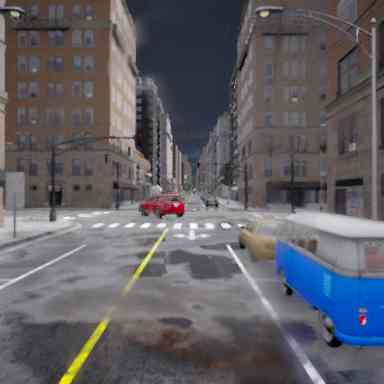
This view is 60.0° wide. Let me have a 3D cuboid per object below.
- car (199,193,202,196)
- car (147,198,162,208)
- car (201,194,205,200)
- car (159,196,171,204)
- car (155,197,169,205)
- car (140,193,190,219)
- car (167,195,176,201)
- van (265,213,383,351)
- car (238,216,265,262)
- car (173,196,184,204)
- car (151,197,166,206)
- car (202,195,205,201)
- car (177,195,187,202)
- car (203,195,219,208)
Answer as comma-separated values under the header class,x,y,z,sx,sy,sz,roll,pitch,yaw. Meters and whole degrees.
class,x,y,z,sx,sy,sz,roll,pitch,yaw
car,3.479,1.543,88.074,2.008,1.369,4.403,1,0,1
car,-5.538,1.584,49.466,1.802,1.307,4.206,1,0,1
car,3.127,1.551,60.422,2.008,1.369,4.403,1,0,1
car,-5.327,1.544,66.053,1.887,1.381,4.507,1,0,1
car,-5.397,1.551,60.524,2.008,1.369,4.403,1,0,1
car,-2.729,1.225,29.560,2.150,2.045,5.566,1,0,-32
car,-5.118,1.521,82.470,1.752,1.417,4.829,1,0,1
van,2.677,1.342,6.025,1.690,1.788,3.998,1,0,0
car,2.675,1.527,11.868,1.752,1.417,4.829,1,0,0
car,-2.540,1.504,63.041,1.837,1.490,4.892,0,0,1
car,-5.468,1.567,54.995,1.947,1.339,4.313,1,0,1
car,3.057,1.545,54.892,1.887,1.381,4.507,1,0,1
car,-2.319,1.522,78.520,2.128,1.511,4.902,0,0,1
car,2.987,1.567,49.362,1.947,1.339,4.313,1,0,1
